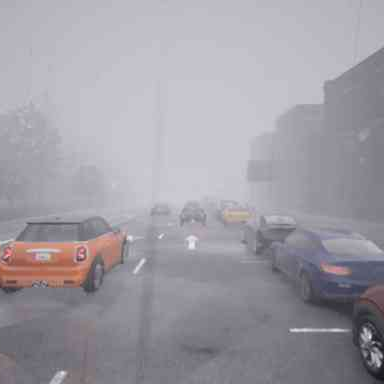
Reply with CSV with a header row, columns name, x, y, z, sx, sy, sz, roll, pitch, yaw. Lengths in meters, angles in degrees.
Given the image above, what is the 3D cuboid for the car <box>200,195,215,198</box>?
name,x,y,z,sx,sy,sz,roll,pitch,yaw
car,3.137,1.585,58.006,2.435,2.045,5.566,0,0,0

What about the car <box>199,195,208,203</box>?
name,x,y,z,sx,sy,sz,roll,pitch,yaw
car,3.070,1.788,91.031,2.435,2.045,5.566,0,0,0

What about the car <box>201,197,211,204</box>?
name,x,y,z,sx,sy,sz,roll,pitch,yaw
car,3.103,1.936,74.737,1.946,1.575,5.366,0,0,0

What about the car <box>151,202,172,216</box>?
name,x,y,z,sx,sy,sz,roll,pitch,yaw
car,-3.195,1.782,35.366,1.994,1.385,4.181,0,0,0

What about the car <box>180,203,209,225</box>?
name,x,y,z,sx,sy,sz,roll,pitch,yaw
car,0.070,1.758,25.559,1.895,1.301,4.718,0,0,0

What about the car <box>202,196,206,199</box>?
name,x,y,z,sx,sy,sz,roll,pitch,yaw
car,3.150,1.803,52.321,2.231,1.521,4.892,0,0,0

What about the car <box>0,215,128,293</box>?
name,x,y,z,sx,sy,sz,roll,pitch,yaw
car,-3.162,1.410,9.193,2.097,1.767,4.553,0,0,0

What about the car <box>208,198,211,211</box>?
name,x,y,z,sx,sy,sz,roll,pitch,yaw
car,3.182,1.698,35.937,1.946,1.575,5.366,0,0,0

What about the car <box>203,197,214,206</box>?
name,x,y,z,sx,sy,sz,roll,pitch,yaw
car,3.125,1.868,63.687,1.946,1.575,5.366,0,0,0

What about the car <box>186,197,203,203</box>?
name,x,y,z,sx,sy,sz,roll,pitch,yaw
car,0.043,1.763,41.991,1.837,1.490,4.892,0,0,0

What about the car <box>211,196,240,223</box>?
name,x,y,z,sx,sy,sz,roll,pitch,yaw
car,3.191,1.540,30.195,2.185,1.767,4.553,0,0,0

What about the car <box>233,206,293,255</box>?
name,x,y,z,sx,sy,sz,roll,pitch,yaw
car,3.208,1.565,13.643,2.231,1.521,4.892,0,0,0

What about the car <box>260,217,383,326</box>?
name,x,y,z,sx,sy,sz,roll,pitch,yaw
car,3.216,1.571,8.122,2.002,1.452,4.674,0,0,0

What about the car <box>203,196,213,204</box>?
name,x,y,z,sx,sy,sz,roll,pitch,yaw
car,3.159,1.769,46.795,2.231,1.521,4.892,0,0,0
